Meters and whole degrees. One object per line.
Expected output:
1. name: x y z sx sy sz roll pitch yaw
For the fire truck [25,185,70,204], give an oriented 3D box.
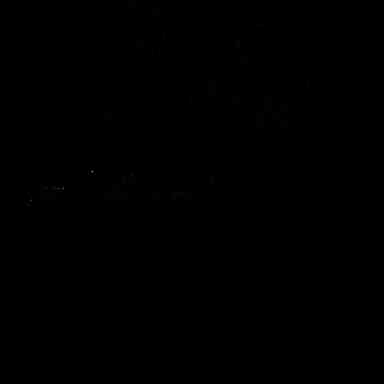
1. fire truck: -29.770 0.453 69.071 2.891 3.827 8.468 1 0 35
